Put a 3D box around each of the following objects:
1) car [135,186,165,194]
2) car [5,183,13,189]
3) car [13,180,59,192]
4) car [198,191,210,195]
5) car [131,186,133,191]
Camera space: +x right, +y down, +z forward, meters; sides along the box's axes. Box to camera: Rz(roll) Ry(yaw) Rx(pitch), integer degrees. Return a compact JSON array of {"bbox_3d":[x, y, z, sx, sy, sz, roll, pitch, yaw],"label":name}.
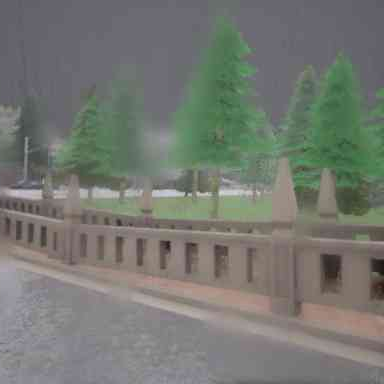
[{"bbox_3d":[-6.280,-0.292,54.315,2.128,1.511,4.902,5,3,37],"label":"car"},{"bbox_3d":[-24.002,-0.998,48.193,2.033,1.411,5.357,5,3,37],"label":"car"},{"bbox_3d":[-21.212,-0.754,46.094,2.033,1.411,5.357,5,3,37],"label":"car"},{"bbox_3d":[2.474,-0.252,65.964,1.837,1.490,4.892,5,3,37],"label":"car"},{"bbox_3d":[-9.193,-0.428,56.267,1.895,1.301,4.718,5,3,37],"label":"car"}]
